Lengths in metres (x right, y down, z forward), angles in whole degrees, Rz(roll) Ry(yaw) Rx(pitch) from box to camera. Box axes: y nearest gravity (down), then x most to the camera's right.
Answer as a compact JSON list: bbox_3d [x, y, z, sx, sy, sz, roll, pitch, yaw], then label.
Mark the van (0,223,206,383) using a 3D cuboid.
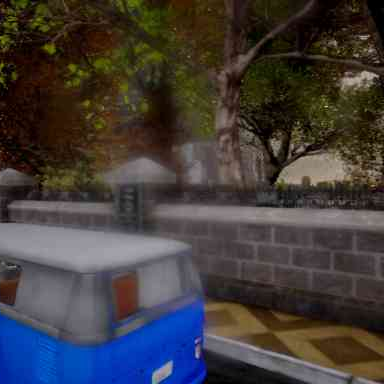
[{"bbox_3d":[-1.770,1.339,3.973,3.998,1.788,1.690,0,0,35],"label":"van"}]
